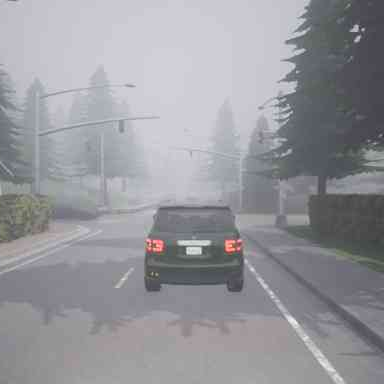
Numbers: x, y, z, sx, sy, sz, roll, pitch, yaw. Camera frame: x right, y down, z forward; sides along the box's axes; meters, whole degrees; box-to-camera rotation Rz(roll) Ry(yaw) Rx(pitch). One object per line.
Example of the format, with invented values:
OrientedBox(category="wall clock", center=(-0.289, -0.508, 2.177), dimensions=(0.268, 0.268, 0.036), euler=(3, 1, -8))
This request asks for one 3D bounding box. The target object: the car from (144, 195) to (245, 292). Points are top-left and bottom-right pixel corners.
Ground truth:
OrientedBox(category="car", center=(0.057, 1.221, 9.079), dimensions=(2.150, 2.045, 5.566), euler=(0, 0, 0))

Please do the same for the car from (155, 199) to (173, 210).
OrientedBox(category="car", center=(-3.627, 1.601, 43.912), dimensions=(1.895, 1.301, 4.718), euler=(0, 0, 0))

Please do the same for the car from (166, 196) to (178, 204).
OrientedBox(category="car", center=(-3.921, 1.505, 64.250), dimensions=(1.837, 1.490, 4.892), euler=(0, 0, -8))

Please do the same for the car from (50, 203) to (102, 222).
OrientedBox(category="car", center=(-9.797, 1.532, 25.641), dimensions=(5.357, 1.411, 2.033), euler=(0, 0, 0))

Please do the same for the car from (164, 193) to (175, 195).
OrientedBox(category="car", center=(-3.625, 1.221, 53.821), dimensions=(2.150, 2.045, 5.566), euler=(0, 0, -1))

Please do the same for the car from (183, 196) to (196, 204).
OrientedBox(category="car", center=(-0.482, 1.525, 66.514), dimensions=(1.812, 1.442, 4.674), euler=(0, 0, -9))

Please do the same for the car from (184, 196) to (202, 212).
OrientedBox(category="car", center=(0.097, 1.352, 39.934), dimensions=(2.097, 1.767, 4.553), euler=(0, 0, 0))
